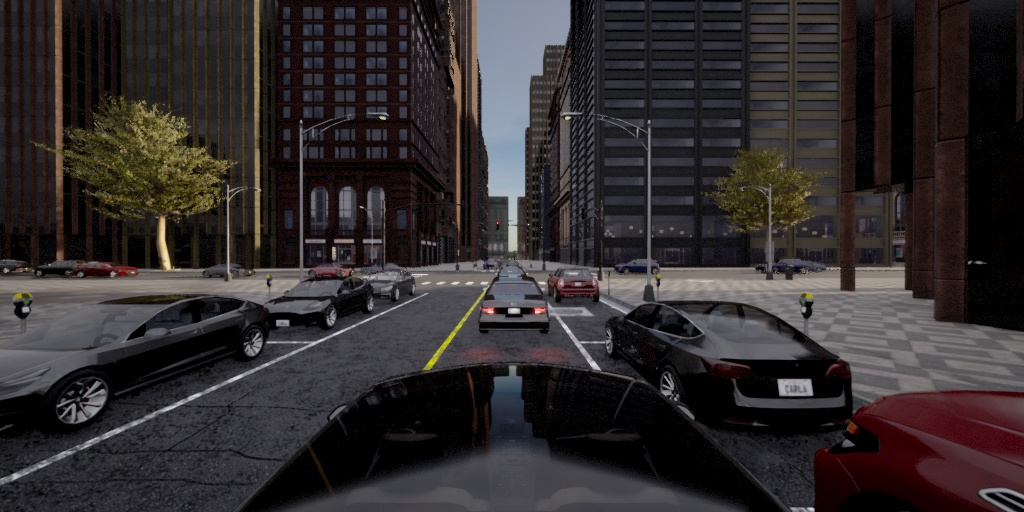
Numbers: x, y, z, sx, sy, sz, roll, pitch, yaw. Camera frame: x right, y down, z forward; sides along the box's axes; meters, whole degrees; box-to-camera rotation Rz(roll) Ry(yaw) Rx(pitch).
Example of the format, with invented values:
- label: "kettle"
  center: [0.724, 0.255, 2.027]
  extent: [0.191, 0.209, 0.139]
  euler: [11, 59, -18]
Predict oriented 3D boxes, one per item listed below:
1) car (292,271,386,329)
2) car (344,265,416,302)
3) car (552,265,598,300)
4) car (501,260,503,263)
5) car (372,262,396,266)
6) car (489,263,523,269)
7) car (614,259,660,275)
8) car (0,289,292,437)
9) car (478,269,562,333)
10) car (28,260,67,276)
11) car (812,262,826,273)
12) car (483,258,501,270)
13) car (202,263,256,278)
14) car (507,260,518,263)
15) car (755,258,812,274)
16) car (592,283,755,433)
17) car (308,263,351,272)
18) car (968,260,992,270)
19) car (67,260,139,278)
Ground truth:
- label: "car"
  center: [-5.767, 1.316, 11.196]
  extent: [1.948, 1.339, 4.313]
  euler: [0, 0, 0]
- label: "car"
  center: [-5.770, 1.301, 16.833]
  extent: [2.007, 1.370, 4.403]
  euler: [0, 0, 0]
- label: "car"
  center: [2.755, 1.191, 16.838]
  extent: [1.967, 1.591, 4.097]
  euler: [0, 0, 0]
- label: "car"
  center: [-3.100, 1.343, 63.110]
  extent: [1.994, 1.385, 4.181]
  euler: [0, 0, 0]
- label: "car"
  center: [-13.911, 1.341, 38.377]
  extent: [4.181, 1.385, 1.994]
  euler: [0, 0, 0]
- label: "car"
  center: [-0.010, 1.299, 20.744]
  extent: [2.033, 1.411, 5.357]
  euler: [0, 0, 0]
- label: "car"
  center: [13.331, 1.063, 38.448]
  extent: [4.553, 1.767, 2.097]
  euler: [0, 0, 0]
- label: "car"
  center: [-5.765, 1.315, 5.560]
  extent: [1.948, 1.339, 4.313]
  euler: [0, 0, 0]
- label: "car"
  center: [0.060, 1.298, 10.672]
  extent: [2.033, 1.411, 5.357]
  euler: [0, 0, 0]
- label: "car"
  center: [-47.685, 1.224, 38.236]
  extent: [4.553, 1.767, 2.097]
  euler: [0, 0, 0]
- label: "car"
  center: [33.333, 1.200, 41.747]
  extent: [5.357, 1.411, 2.033]
  euler: [0, 0, 0]
- label: "car"
  center: [-3.078, 1.121, 53.149]
  extent: [2.097, 1.767, 4.553]
  euler: [0, 0, 0]
- label: "car"
  center: [-27.486, 1.395, 34.897]
  extent: [4.181, 1.385, 1.994]
  euler: [0, 0, 0]
- label: "car"
  center: [0.058, 1.342, 62.688]
  extent: [1.994, 1.385, 4.181]
  euler: [0, 0, 0]
- label: "car"
  center: [28.820, 1.029, 38.486]
  extent: [4.553, 1.767, 2.097]
  euler: [0, 0, 0]
- label: "car"
  center: [2.760, 1.316, 5.566]
  extent: [1.948, 1.339, 4.313]
  euler: [0, 0, 0]
- label: "car"
  center: [-17.479, 1.367, 34.919]
  extent: [4.181, 1.385, 1.994]
  euler: [0, 0, 0]
- label: "car"
  center: [49.008, 1.172, 38.445]
  extent: [4.674, 1.442, 1.812]
  euler: [0, 0, 0]
- label: "car"
  center: [-39.380, 1.342, 34.873]
  extent: [5.008, 1.535, 1.882]
  euler: [0, 0, 0]
